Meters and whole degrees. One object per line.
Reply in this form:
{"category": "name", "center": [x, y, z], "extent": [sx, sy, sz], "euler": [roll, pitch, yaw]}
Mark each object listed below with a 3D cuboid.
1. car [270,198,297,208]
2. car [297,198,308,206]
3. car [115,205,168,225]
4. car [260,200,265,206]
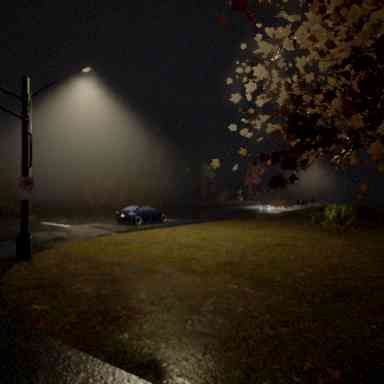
{"category": "car", "center": [13.902, 1.600, 50.579], "extent": [1.882, 1.535, 5.008], "euler": [1, 0, 33]}
{"category": "car", "center": [19.153, 1.754, 58.975], "extent": [1.895, 1.301, 4.718], "euler": [1, 0, 31]}
{"category": "car", "center": [-3.635, 1.619, 24.692], "extent": [1.994, 1.385, 4.181], "euler": [1, 0, 35]}
{"category": "car", "center": [13.062, 1.681, 55.839], "extent": [1.895, 1.301, 4.718], "euler": [1, 0, 32]}
